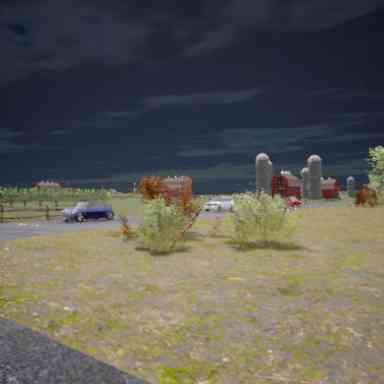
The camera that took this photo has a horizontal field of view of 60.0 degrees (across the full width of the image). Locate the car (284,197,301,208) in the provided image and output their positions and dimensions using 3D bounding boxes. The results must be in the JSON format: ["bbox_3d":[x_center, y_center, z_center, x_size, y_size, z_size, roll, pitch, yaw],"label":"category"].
[{"bbox_3d":[17.729,1.852,59.835,2.150,2.045,5.566,-1,-1,36],"label":"car"}]

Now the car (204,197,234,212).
[{"bbox_3d":[3.905,1.701,46.742,2.150,2.045,5.566,-1,-1,36],"label":"car"}]

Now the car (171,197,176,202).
[{"bbox_3d":[-2.812,1.579,37.394,2.150,2.045,5.566,-1,-1,36],"label":"car"}]

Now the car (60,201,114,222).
[{"bbox_3d":[-9.029,1.593,28.744,2.097,1.767,4.553,-1,-1,36],"label":"car"}]
